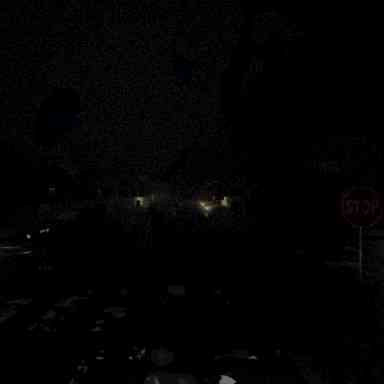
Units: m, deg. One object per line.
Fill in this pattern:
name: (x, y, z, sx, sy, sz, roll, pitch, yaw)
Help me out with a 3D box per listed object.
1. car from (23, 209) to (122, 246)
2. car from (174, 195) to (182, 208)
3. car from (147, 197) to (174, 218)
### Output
car: (-5.341, 1.533, 15.515, 1.812, 1.442, 4.674, 0, 0, 35)
car: (-3.054, 1.578, 49.799, 2.128, 1.511, 4.902, 0, 0, 0)
car: (-2.933, 1.498, 30.180, 1.882, 1.535, 5.008, 0, 0, 0)
